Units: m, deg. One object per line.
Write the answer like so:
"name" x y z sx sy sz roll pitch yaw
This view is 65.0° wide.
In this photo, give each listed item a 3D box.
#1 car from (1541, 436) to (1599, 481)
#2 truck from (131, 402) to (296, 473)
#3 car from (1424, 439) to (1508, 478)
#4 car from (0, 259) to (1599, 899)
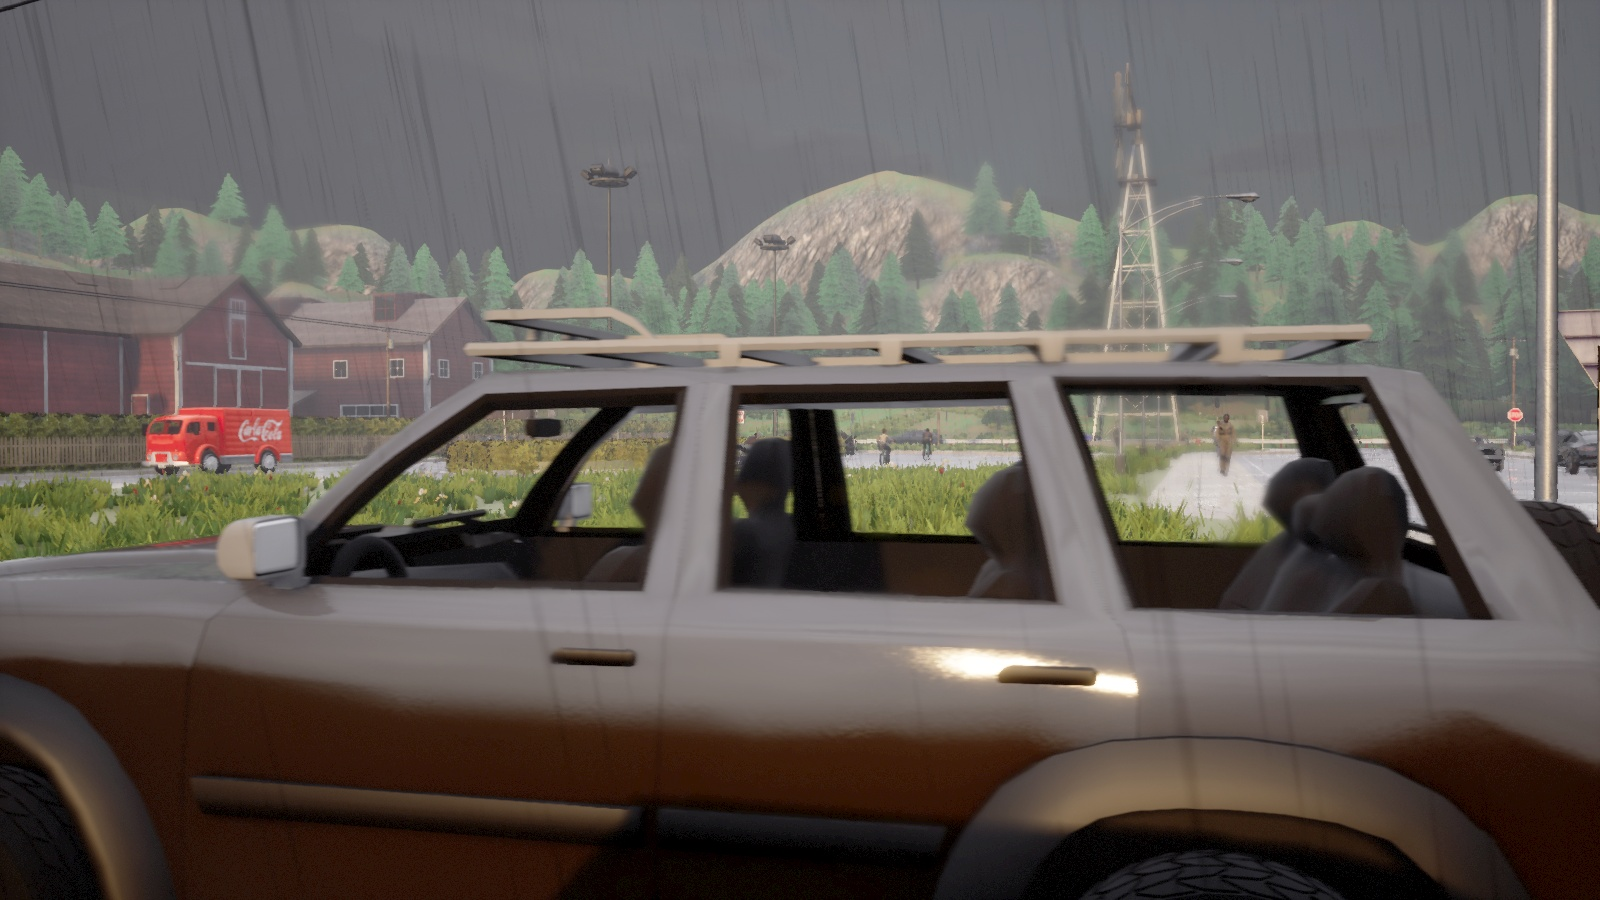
"car" 26.923 0.267 42.851 1.812 1.442 4.674 1 1 18
"truck" -21.376 -0.478 46.042 2.627 2.467 5.204 1 1 19
"car" 24.179 0.285 45.753 1.895 1.301 4.718 1 1 18
"car" -0.411 0.587 3.441 4.605 1.855 1.932 0 1 13
